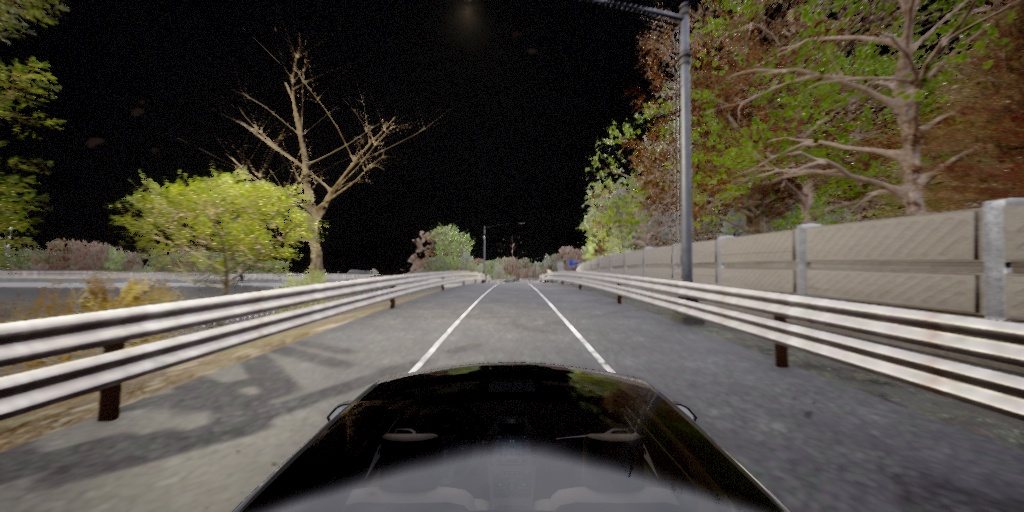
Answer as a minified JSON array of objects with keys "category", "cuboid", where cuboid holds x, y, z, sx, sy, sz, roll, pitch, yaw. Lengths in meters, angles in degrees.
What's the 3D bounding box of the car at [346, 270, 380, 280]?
[{"category":"car","cuboid":[-24.134,3.297,58.694,5.566,2.045,2.150,3,-5,-37]}]
